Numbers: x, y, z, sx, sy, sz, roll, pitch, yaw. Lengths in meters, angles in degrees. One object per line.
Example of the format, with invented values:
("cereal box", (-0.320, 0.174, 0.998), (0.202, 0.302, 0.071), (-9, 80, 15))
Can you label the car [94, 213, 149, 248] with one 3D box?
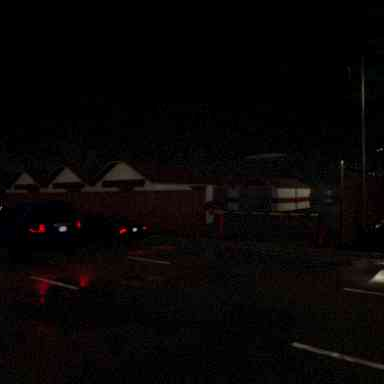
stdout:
("car", (-4.476, 1.686, 15.673), (5.357, 1.411, 2.033), (-1, 0, 36))

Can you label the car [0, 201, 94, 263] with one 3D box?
("car", (-6.556, 1.363, 12.859), (5.566, 2.045, 2.150), (0, 0, 36))
